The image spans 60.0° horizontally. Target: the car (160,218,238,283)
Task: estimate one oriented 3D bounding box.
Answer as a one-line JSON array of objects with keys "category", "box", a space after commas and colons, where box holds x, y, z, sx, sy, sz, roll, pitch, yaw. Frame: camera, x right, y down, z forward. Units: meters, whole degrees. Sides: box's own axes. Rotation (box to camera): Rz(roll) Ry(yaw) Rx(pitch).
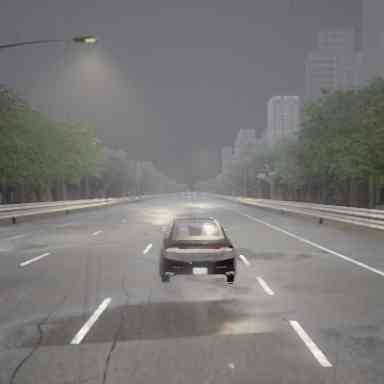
[{"category": "car", "box": [0.096, 1.491, 9.635, 2.128, 1.511, 4.902, 0, 0, -2]}]
